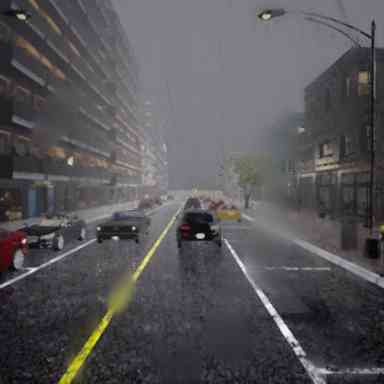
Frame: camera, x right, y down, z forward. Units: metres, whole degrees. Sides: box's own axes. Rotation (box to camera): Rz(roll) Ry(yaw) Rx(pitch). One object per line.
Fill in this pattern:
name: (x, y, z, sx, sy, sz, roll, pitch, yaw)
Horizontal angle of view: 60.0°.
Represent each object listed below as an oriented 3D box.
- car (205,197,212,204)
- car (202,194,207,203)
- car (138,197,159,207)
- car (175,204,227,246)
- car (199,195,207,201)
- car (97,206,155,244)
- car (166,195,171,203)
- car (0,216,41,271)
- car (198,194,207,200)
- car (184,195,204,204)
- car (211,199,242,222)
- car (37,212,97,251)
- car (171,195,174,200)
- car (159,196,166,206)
car: (2.703, 1.466, 36.392, 1.887, 1.381, 4.507, -1, 0, 0)
car: (2.718, 1.458, 59.102, 1.802, 1.307, 4.206, -1, 0, 0)
car: (-5.674, 1.455, 42.104, 1.887, 1.381, 4.507, -1, 0, 0)
car: (0.228, 1.493, 14.881, 1.812, 1.442, 4.674, 0, 0, -2)
car: (2.732, 1.398, 81.812, 1.947, 1.339, 4.313, -1, 0, 0)
car: (-3.092, 1.566, 15.699, 1.895, 1.301, 4.718, 0, 0, 0)
car: (-5.660, 1.416, 64.813, 2.008, 1.369, 4.403, -1, 0, 0)
car: (-5.695, 1.527, 8.039, 1.887, 1.381, 4.507, -1, 0, 0)
car: (2.735, 1.372, 87.489, 2.008, 1.369, 4.403, -1, 0, 0)
car: (0.125, 1.419, 40.203, 1.837, 1.490, 4.892, 0, 0, 0)
car: (2.696, 1.470, 25.207, 1.752, 1.417, 4.829, -1, 0, 0)
car: (-5.691, 1.521, 13.717, 2.008, 1.369, 4.403, -1, 0, 0)
car: (-5.646, 1.388, 87.523, 1.947, 1.339, 4.313, -1, 0, 0)
car: (-5.666, 1.454, 53.459, 1.947, 1.339, 4.313, -1, 0, 0)
